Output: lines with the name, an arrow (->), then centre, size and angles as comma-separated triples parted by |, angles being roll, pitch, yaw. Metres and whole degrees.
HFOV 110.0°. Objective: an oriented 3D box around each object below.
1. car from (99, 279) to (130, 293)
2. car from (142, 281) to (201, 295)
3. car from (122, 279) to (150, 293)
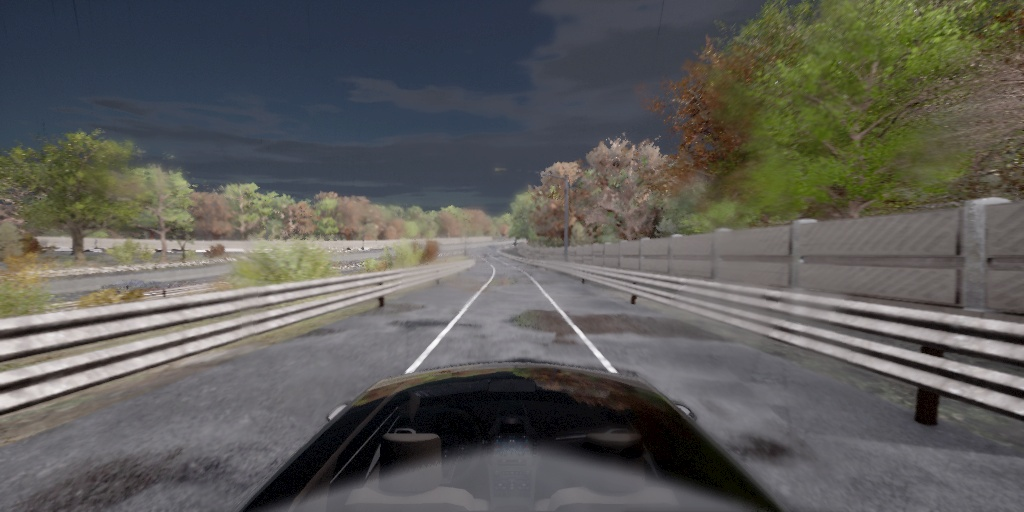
car -> -46.029, 3.537, 43.492 | 2.033, 1.411, 5.357 | 1, 4, 15
car -> -39.222, 3.737, 41.865 | 1.895, 1.301, 4.718 | 1, 4, 15
car -> -42.630, 3.630, 42.641 | 1.994, 1.385, 4.181 | 1, 4, 15
